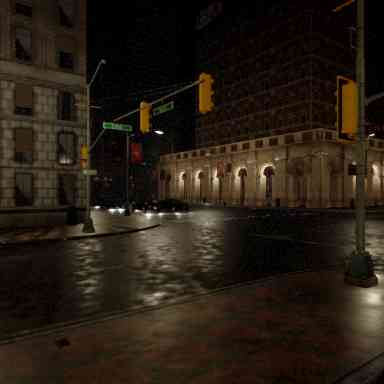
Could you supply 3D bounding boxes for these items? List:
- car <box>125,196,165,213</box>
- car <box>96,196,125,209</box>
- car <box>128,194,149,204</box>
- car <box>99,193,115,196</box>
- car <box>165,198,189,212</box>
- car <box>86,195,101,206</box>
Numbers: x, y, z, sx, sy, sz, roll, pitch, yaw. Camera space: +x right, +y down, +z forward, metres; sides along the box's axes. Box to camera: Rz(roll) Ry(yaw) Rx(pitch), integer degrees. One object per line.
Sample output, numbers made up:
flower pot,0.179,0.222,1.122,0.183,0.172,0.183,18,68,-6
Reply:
car,-5.318,1.505,37.467,1.837,1.490,4.892,0,0,-36
car,-11.124,1.564,45.597,1.994,1.385,4.181,0,0,-35
car,-9.982,1.352,62.357,2.097,1.767,4.553,0,0,-35
car,-14.117,1.221,56.016,2.150,2.045,5.566,0,0,-35
car,-2.273,1.478,39.231,1.882,1.535,5.008,0,0,-36
car,-16.990,1.478,53.987,1.882,1.535,5.008,0,0,-35
